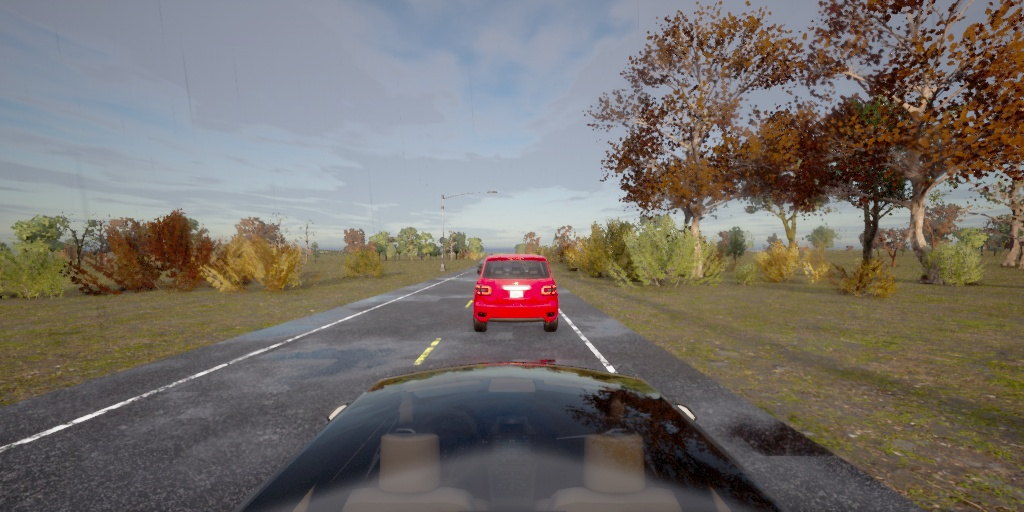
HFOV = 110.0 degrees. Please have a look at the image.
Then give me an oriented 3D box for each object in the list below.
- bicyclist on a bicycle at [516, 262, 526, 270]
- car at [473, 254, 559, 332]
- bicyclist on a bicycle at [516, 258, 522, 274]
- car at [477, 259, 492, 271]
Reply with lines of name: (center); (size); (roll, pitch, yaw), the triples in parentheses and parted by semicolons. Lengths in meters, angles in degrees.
bicyclist on a bicycle: (0.859, 1.110, 30.148); (0.659, 1.776, 1.843); (0, 0, 0)
car: (0.078, 0.968, 10.969); (2.150, 2.045, 5.566); (0, 0, -1)
bicyclist on a bicycle: (0.783, 1.107, 40.161); (0.659, 1.776, 1.843); (0, 0, 0)
car: (-3.886, 1.212, 51.201); (1.882, 1.535, 5.008); (0, 0, -1)
